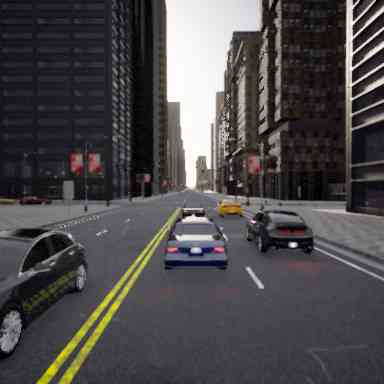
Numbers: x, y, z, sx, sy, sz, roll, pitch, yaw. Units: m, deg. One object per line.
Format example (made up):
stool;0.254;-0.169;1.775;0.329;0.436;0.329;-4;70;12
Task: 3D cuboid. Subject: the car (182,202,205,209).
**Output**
car;0.106;1.525;28.140;1.895;1.301;4.718;0;0;0

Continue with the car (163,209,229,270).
car;0.104;1.518;10.917;2.033;1.411;5.357;0;0;0

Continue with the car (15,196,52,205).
car;-22.770;1.277;48.583;4.507;1.381;1.887;0;0;0

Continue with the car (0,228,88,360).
car;-3.348;1.489;5.974;1.837;1.490;4.892;0;0;0

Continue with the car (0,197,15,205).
car;-28.224;1.213;48.552;4.829;1.417;1.752;0;0;0

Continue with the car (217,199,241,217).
car;3.356;1.396;30.136;1.882;1.535;5.008;0;0;0

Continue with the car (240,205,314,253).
car;3.353;1.471;13.435;1.837;1.490;4.892;0;1;0
